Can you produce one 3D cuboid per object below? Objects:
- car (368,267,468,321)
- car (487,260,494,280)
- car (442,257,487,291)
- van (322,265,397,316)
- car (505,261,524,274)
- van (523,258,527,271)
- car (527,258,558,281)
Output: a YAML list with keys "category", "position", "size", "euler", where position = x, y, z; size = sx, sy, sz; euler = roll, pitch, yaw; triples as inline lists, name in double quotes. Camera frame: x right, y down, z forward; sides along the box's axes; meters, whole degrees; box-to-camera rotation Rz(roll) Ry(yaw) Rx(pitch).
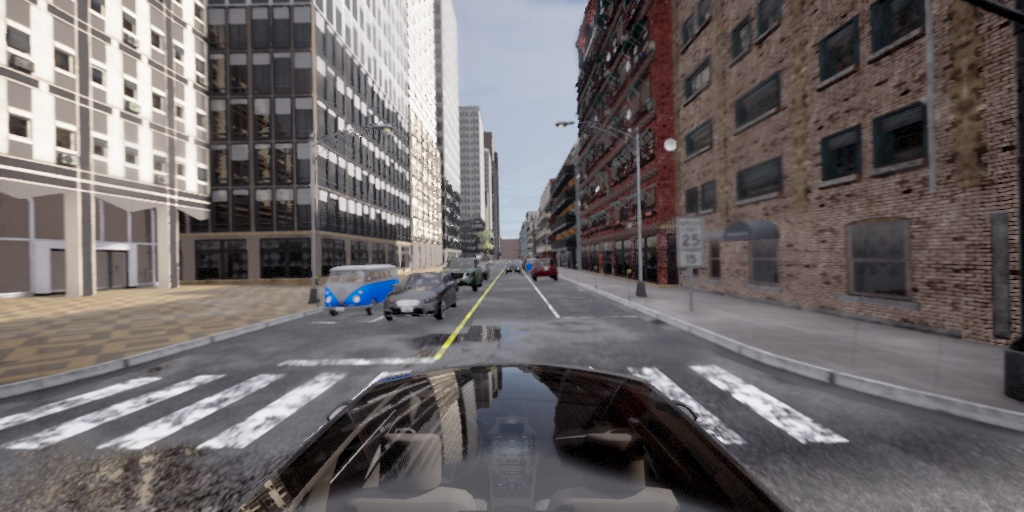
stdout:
- category: "car"
  position: [-3.107, 1.333, 13.089]
  size: [2.128, 1.511, 4.902]
  euler: [-1, 0, 0]
- category: "car"
  position: [-3.067, 1.403, 33.298]
  size: [1.882, 1.535, 5.008]
  euler: [-1, 0, 0]
- category: "car"
  position: [-3.098, 1.104, 22.983]
  size: [2.150, 2.045, 5.566]
  euler: [-1, 0, 0]
- category: "van"
  position: [-5.679, 1.238, 13.957]
  size: [1.690, 1.789, 3.998]
  euler: [0, 0, 0]
- category: "car"
  position: [0.133, 1.503, 43.197]
  size: [1.895, 1.301, 4.718]
  euler: [-1, 0, 0]
- category: "van"
  position: [2.741, 1.208, 47.254]
  size: [1.690, 1.789, 3.998]
  euler: [0, 0, 0]
- category: "car"
  position: [2.720, 1.110, 30.601]
  size: [2.192, 1.841, 5.009]
  euler: [0, 0, 0]
